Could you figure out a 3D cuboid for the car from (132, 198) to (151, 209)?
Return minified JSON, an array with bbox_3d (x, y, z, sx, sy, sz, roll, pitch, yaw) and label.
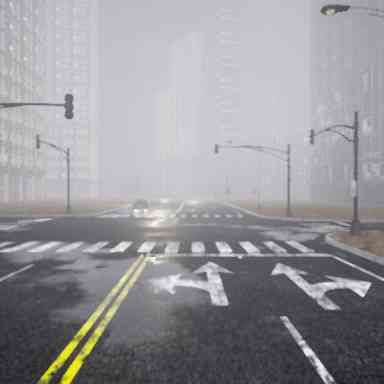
[{"bbox_3d":[-6.475,1.483,43.324,1.994,1.385,4.181,0,1,0],"label":"car"}]
